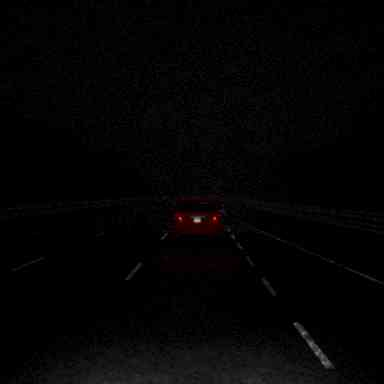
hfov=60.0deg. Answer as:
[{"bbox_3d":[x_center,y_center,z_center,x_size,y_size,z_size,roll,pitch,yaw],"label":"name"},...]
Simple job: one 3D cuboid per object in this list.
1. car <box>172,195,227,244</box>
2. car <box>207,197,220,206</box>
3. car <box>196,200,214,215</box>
[{"bbox_3d":[0.313,1.236,16.031,2.150,2.045,5.566,0,0,2],"label":"car"},{"bbox_3d":[3.898,1.660,59.411,2.033,1.411,5.357,0,0,7],"label":"car"},{"bbox_3d":[1.447,1.589,35.701,1.812,1.442,4.674,0,0,4],"label":"car"}]
